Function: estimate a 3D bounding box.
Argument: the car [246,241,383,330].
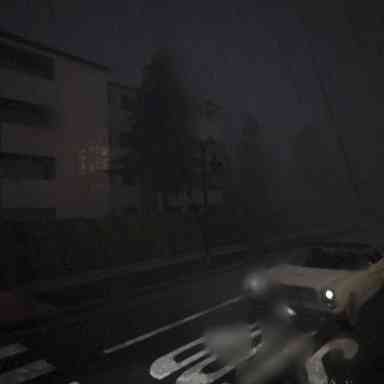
[{"bbox_3d":[3.206,1.886,7.696,1.895,1.301,4.718,-5,-4,42],"label":"car"}]
